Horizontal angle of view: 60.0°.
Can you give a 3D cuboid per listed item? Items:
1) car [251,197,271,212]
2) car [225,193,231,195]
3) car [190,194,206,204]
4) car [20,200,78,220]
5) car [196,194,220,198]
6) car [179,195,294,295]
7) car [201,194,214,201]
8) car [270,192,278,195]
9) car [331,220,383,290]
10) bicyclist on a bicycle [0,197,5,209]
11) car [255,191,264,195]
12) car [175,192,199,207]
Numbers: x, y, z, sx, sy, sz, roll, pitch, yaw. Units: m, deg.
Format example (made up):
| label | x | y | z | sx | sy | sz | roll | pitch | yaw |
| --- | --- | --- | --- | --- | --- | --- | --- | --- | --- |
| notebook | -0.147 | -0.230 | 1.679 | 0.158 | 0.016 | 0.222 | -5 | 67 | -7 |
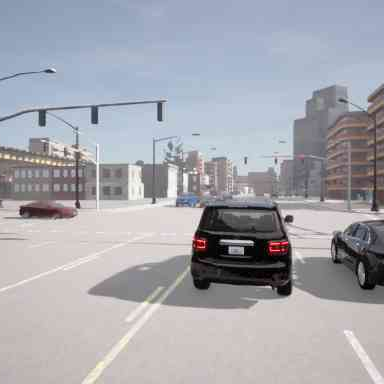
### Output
| label | x | y | z | sx | sy | sz | roll | pitch | yaw |
| --- | --- | --- | --- | --- | --- | --- | --- | --- | --- |
| car | 8.232 | 1.427 | 39.350 | 2.128 | 1.511 | 4.902 | 0 | 0 | 13 |
| car | 5.965 | 1.091 | 64.226 | 1.837 | 1.490 | 4.892 | 0 | 1 | 12 |
| car | 1.096 | 1.217 | 57.916 | 1.837 | 1.490 | 4.892 | 0 | 1 | 11 |
| car | -11.950 | 1.478 | 27.810 | 5.008 | 1.535 | 1.882 | 0 | 0 | 17 |
| car | 2.278 | 1.381 | 46.035 | 1.837 | 1.490 | 4.892 | 0 | 1 | 11 |
| car | 1.522 | 1.221 | 9.015 | 2.150 | 2.045 | 5.566 | 0 | 0 | 14 |
| car | 3.223 | 1.075 | 68.183 | 2.033 | 1.411 | 5.357 | 0 | 1 | 12 |
| car | 20.766 | 0.743 | 84.461 | 2.033 | 1.411 | 5.357 | 0 | 1 | 11 |
| car | 5.083 | 1.505 | 8.898 | 1.837 | 1.490 | 4.892 | 0 | 0 | 11 |
| bicyclist on a bicycle | -23.885 | 1.303 | 41.395 | 0.582 | 1.620 | 1.656 | 0 | 0 | 10 |
| car | 17.331 | 0.559 | 85.135 | 2.097 | 1.767 | 4.553 | 0 | 1 | 11 |
| car | -0.806 | 1.079 | 48.438 | 2.150 | 2.045 | 5.566 | 0 | 1 | 12 |
